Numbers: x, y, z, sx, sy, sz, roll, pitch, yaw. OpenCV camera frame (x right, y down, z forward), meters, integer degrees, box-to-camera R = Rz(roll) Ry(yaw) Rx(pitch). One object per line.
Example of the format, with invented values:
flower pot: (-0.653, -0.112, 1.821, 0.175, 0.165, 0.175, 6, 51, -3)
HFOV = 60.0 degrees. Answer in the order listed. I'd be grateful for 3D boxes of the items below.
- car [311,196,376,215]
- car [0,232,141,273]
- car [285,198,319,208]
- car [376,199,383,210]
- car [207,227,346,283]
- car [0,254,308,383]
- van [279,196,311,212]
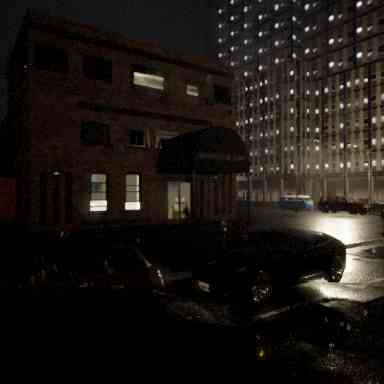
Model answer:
car: (14.933, 1.296, 33.065, 2.192, 1.841, 5.009, 0, 0, -35)
car: (-2.442, 1.440, 4.825, 4.097, 1.590, 1.967, 0, 0, -35)
car: (15.472, 1.499, 46.950, 1.802, 1.307, 4.206, 0, 0, -35)
car: (21.809, 1.484, 37.859, 2.008, 1.369, 4.403, 0, 0, -35)
car: (2.022, 1.563, 8.078, 4.313, 1.339, 1.947, 0, 0, -35)
car: (-1.412, 1.525, 2.355, 4.674, 1.442, 1.812, 0, 0, -36)
van: (11.765, 1.314, 37.611, 1.690, 1.788, 3.998, 0, 0, -35)
